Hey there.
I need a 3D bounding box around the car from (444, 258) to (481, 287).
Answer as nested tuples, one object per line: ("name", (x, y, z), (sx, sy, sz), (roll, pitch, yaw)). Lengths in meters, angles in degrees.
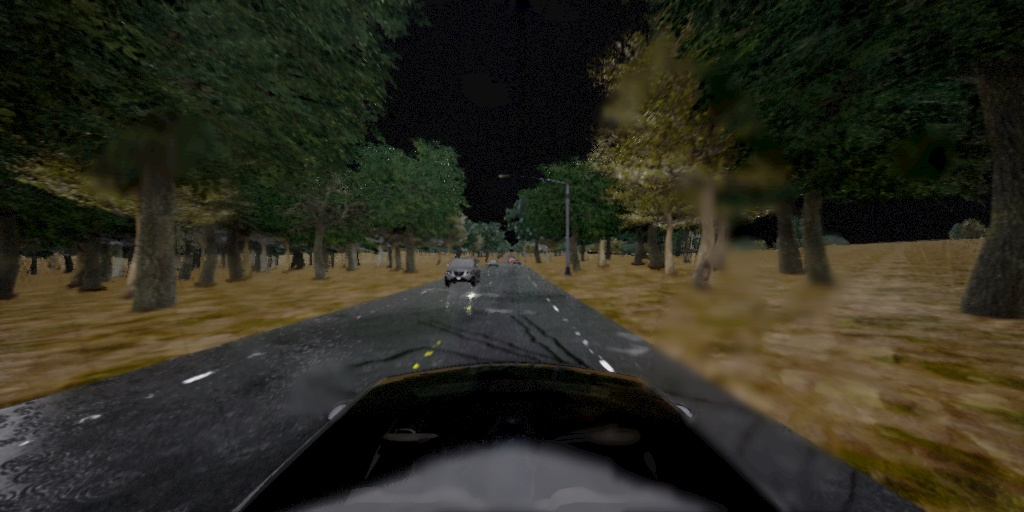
("car", (-3.588, 1.155, 26.911), (2.150, 2.045, 5.566), (0, 0, 0))
